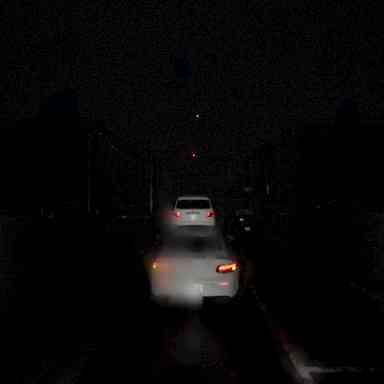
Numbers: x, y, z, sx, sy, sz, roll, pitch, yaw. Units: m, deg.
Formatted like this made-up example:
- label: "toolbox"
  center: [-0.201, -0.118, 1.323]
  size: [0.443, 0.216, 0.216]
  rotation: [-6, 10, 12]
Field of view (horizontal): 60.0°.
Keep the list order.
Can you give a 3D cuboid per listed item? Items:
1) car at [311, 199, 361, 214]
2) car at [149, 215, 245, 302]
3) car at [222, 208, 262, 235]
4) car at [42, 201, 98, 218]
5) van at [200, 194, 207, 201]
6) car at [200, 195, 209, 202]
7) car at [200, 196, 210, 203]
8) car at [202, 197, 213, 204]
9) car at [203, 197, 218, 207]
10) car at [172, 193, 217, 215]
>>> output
- label: "car"
  center: [14.259, 1.393, 33.093]
  size: [4.674, 1.442, 1.812]
  rotation: [0, 1, -2]
- label: "car"
  center: [0.080, 1.520, 8.125]
  size: [1.812, 1.442, 4.674]
  rotation: [0, 0, 1]
- label: "car"
  center: [2.678, 1.540, 18.232]
  size: [2.008, 1.369, 4.403]
  rotation: [-1, 0, 0]
- label: "car"
  center: [-11.044, 1.582, 30.226]
  size: [4.902, 1.511, 2.128]
  rotation: [0, 1, 0]
- label: "van"
  center: [2.881, 1.327, 83.872]
  size: [1.690, 1.788, 3.998]
  rotation: [-1, 0, 0]
- label: "car"
  center: [2.866, 1.426, 78.339]
  size: [1.967, 1.590, 4.097]
  rotation: [-1, 0, 0]
- label: "car"
  center: [2.850, 1.530, 72.807]
  size: [1.887, 1.381, 4.507]
  rotation: [-1, 0, 0]
- label: "car"
  center: [2.816, 1.567, 61.742]
  size: [1.802, 1.307, 4.206]
  rotation: [-1, 0, 0]
- label: "car"
  center: [2.780, 1.529, 50.677]
  size: [1.887, 1.381, 4.507]
  rotation: [-1, 0, 0]
- label: "car"
  center: [0.087, 1.211, 17.875]
  size: [2.150, 2.045, 5.566]
  rotation: [0, 0, 1]
